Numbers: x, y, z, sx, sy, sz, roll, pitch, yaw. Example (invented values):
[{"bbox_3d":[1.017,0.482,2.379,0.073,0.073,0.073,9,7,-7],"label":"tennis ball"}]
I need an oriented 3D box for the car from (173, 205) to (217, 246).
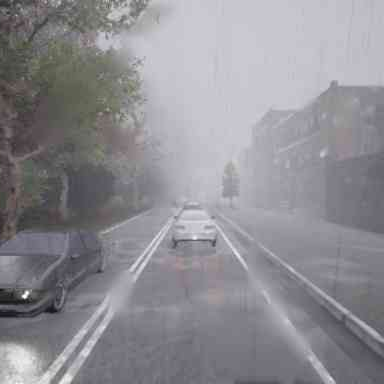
[{"bbox_3d":[0.107,1.524,15.181,1.812,1.442,4.674,0,0,0],"label":"car"}]

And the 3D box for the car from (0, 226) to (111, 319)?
[{"bbox_3d":[-3.345,1.548,7.867,2.033,1.411,5.357,0,0,0],"label":"car"}]

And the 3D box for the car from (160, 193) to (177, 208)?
[{"bbox_3d":[-3.324,1.209,48.319,2.150,2.045,5.566,0,0,0],"label":"car"}]

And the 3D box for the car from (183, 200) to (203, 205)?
[{"bbox_3d":[0.114,1.514,31.749,1.812,1.442,4.674,0,0,0],"label":"car"}]
